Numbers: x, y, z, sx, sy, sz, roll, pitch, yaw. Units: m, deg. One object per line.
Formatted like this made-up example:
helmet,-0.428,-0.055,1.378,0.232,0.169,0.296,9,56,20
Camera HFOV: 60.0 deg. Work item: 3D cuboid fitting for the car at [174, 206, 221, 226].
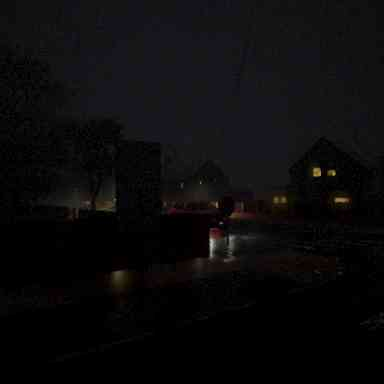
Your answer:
car,0.339,1.985,28.372,1.837,1.490,4.892,0,-2,-28

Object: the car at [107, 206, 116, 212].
car,-8.318,2.268,37.736,1.812,1.442,4.674,-1,0,-30

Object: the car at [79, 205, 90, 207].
car,-16.095,2.220,51.166,1.994,1.385,4.181,-1,-1,-30

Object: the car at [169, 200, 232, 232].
car,0.390,1.618,22.860,2.150,2.045,5.566,-1,0,-30
